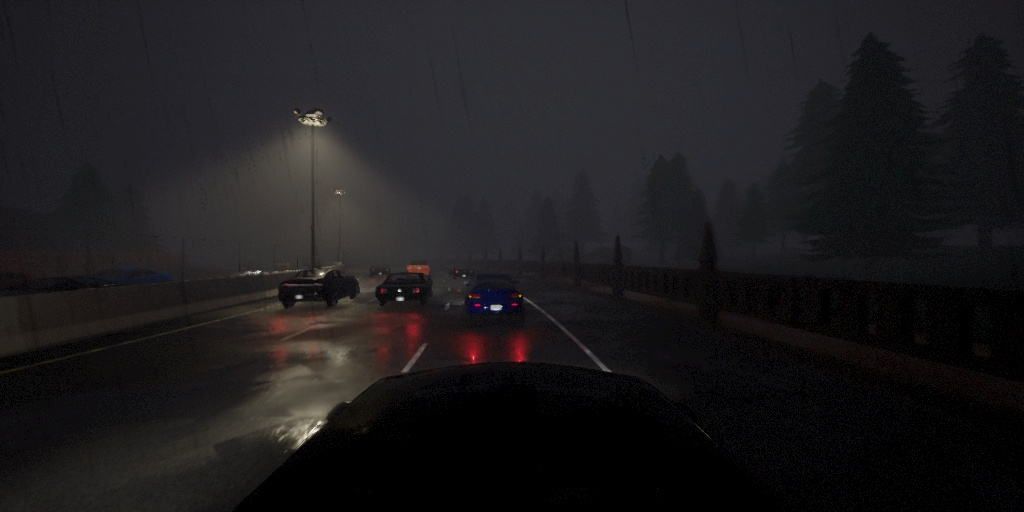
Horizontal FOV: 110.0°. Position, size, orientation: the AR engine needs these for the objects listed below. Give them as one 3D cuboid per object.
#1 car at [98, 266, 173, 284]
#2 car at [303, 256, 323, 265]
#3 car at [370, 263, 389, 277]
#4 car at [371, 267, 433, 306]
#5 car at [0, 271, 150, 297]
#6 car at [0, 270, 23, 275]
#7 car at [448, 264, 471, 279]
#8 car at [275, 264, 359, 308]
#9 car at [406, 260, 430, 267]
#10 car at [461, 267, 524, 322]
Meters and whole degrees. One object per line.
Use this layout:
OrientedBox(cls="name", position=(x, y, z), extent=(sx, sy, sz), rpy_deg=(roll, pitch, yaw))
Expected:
OrientedBox(cls="car", position=(-19.272, 1.300, 17.620), extent=(1.882, 1.535, 5.008), rpy_deg=(0, 0, -11))
OrientedBox(cls="car", position=(-28.226, 1.078, 50.820), extent=(2.150, 2.045, 5.566), rpy_deg=(0, 0, -30))
OrientedBox(cls="car", position=(-13.550, 1.402, 36.835), extent=(1.895, 1.301, 4.718), rpy_deg=(0, 0, -21))
OrientedBox(cls="car", position=(-4.624, 1.368, 16.047), extent=(1.895, 1.301, 4.718), rpy_deg=(0, 0, -8))
OrientedBox(cls="car", position=(-14.855, 1.370, 11.697), extent=(1.994, 1.385, 4.181), rpy_deg=(0, 0, -7))
OrientedBox(cls="car", position=(-22.275, 1.311, 14.590), extent=(1.882, 1.535, 5.008), rpy_deg=(0, 0, -10))
OrientedBox(cls="car", position=(-4.652, 1.369, 32.323), extent=(1.895, 1.301, 4.718), rpy_deg=(0, 0, -16))
OrientedBox(cls="car", position=(-8.097, 1.272, 15.468), extent=(2.128, 1.511, 4.902), rpy_deg=(0, 0, -8))
OrientedBox(cls="car", position=(-8.944, 1.136, 34.114), extent=(2.097, 1.767, 4.553), rpy_deg=(0, 0, -18))
OrientedBox(cls="car", position=(-0.693, 1.278, 12.332), extent=(1.812, 1.442, 4.674), rpy_deg=(0, 0, -6))
